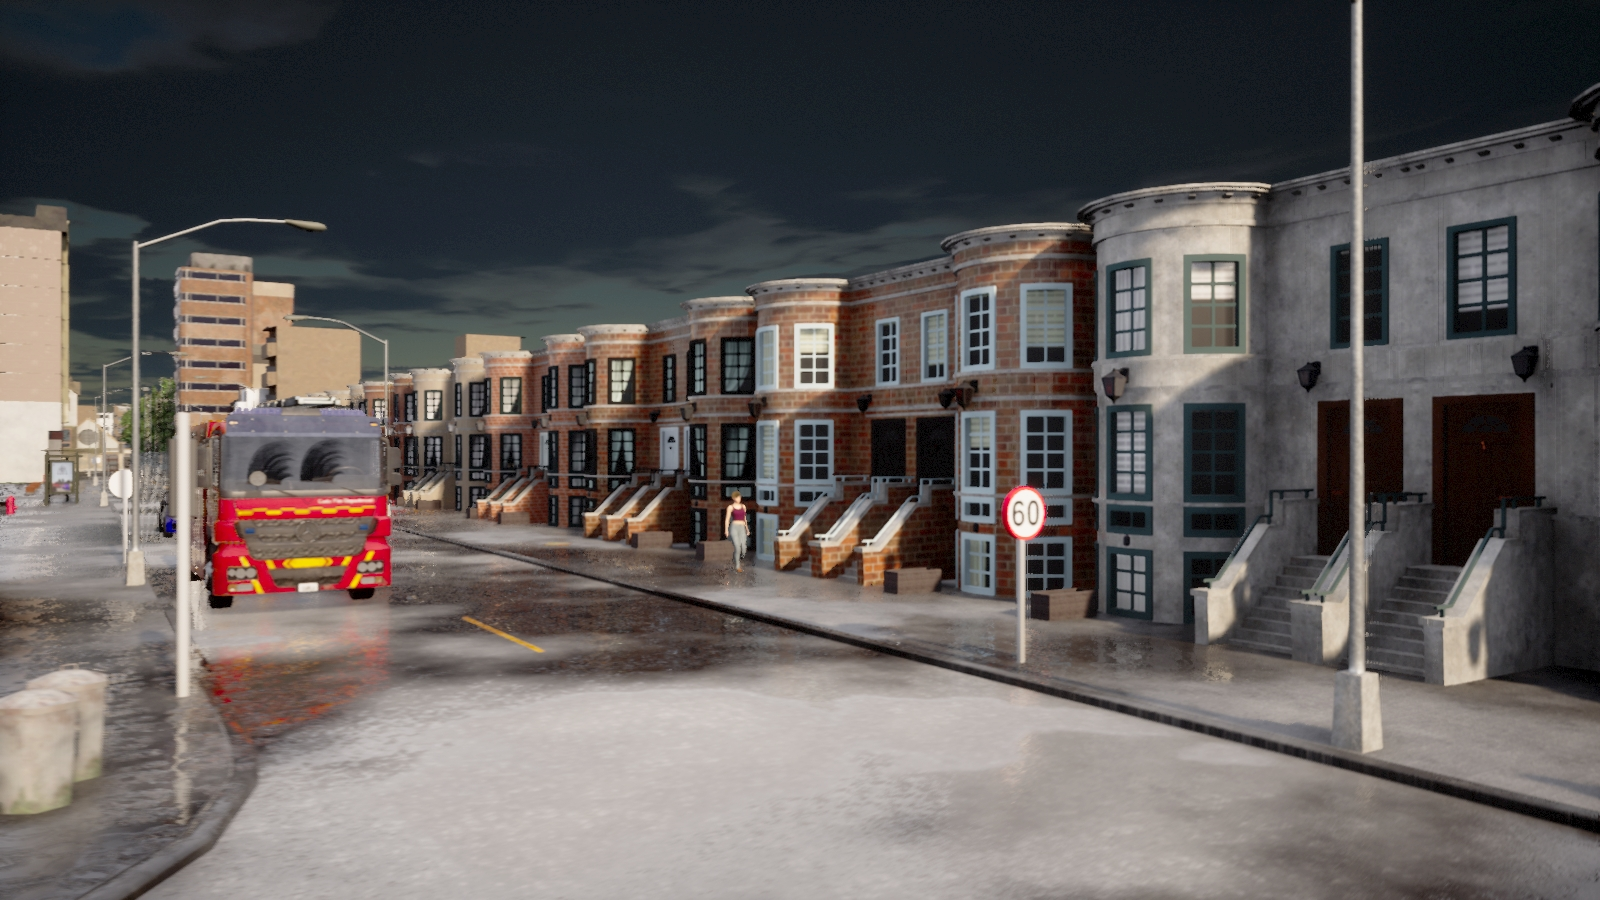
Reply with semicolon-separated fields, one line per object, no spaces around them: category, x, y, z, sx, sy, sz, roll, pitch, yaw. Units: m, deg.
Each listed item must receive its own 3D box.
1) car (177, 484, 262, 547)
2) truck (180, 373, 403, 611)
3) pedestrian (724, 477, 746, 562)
car;-16.614;1.821;32.626;1.789;1.549;3.705;0;0;-33
truck;-10.404;0.688;22.758;2.891;3.827;8.468;0;0;-32
pedestrian;-1.439;1.544;25.389;0.375;1.860;0.375;0;0;-28
